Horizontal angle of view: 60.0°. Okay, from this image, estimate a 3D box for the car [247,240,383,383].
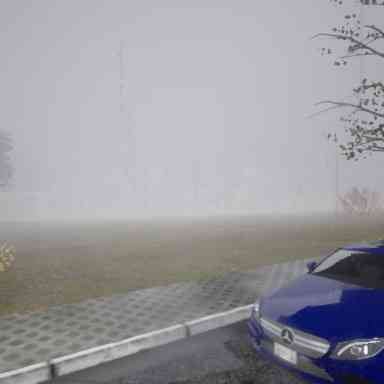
[{"bbox_3d":[2.926,1.525,5.039,4.674,1.442,1.812,0,0,-36],"label":"car"}]
